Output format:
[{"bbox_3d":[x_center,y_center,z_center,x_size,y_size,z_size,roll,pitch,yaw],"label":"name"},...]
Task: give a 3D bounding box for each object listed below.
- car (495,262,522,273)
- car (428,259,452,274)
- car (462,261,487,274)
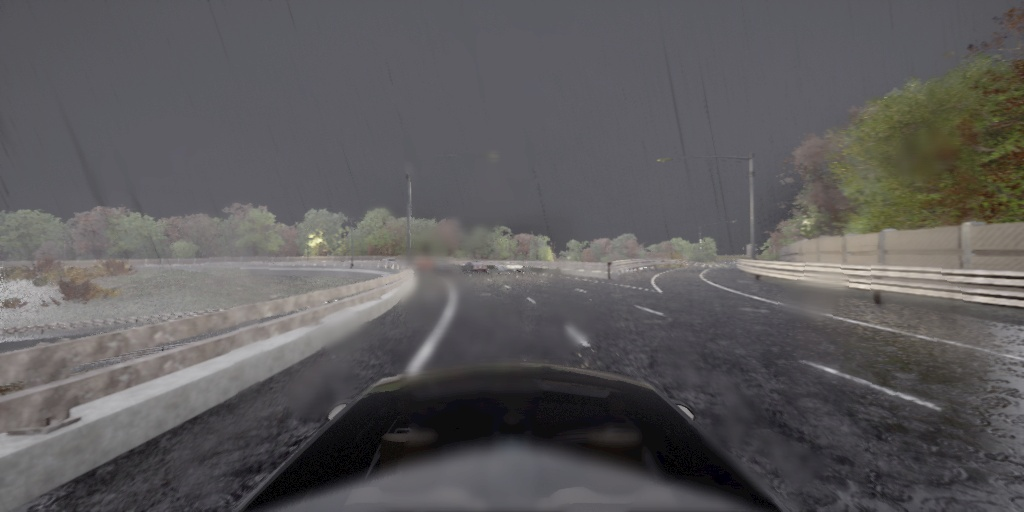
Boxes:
[{"bbox_3d":[-0.493,1.356,42.941,1.895,1.301,4.718,-1,0,-21],"label":"car"},{"bbox_3d":[-8.842,1.434,44.733,1.812,1.442,4.674,-1,0,-23],"label":"car"},{"bbox_3d":[-4.700,1.380,44.218,2.033,1.411,5.357,-1,0,-23],"label":"car"}]
